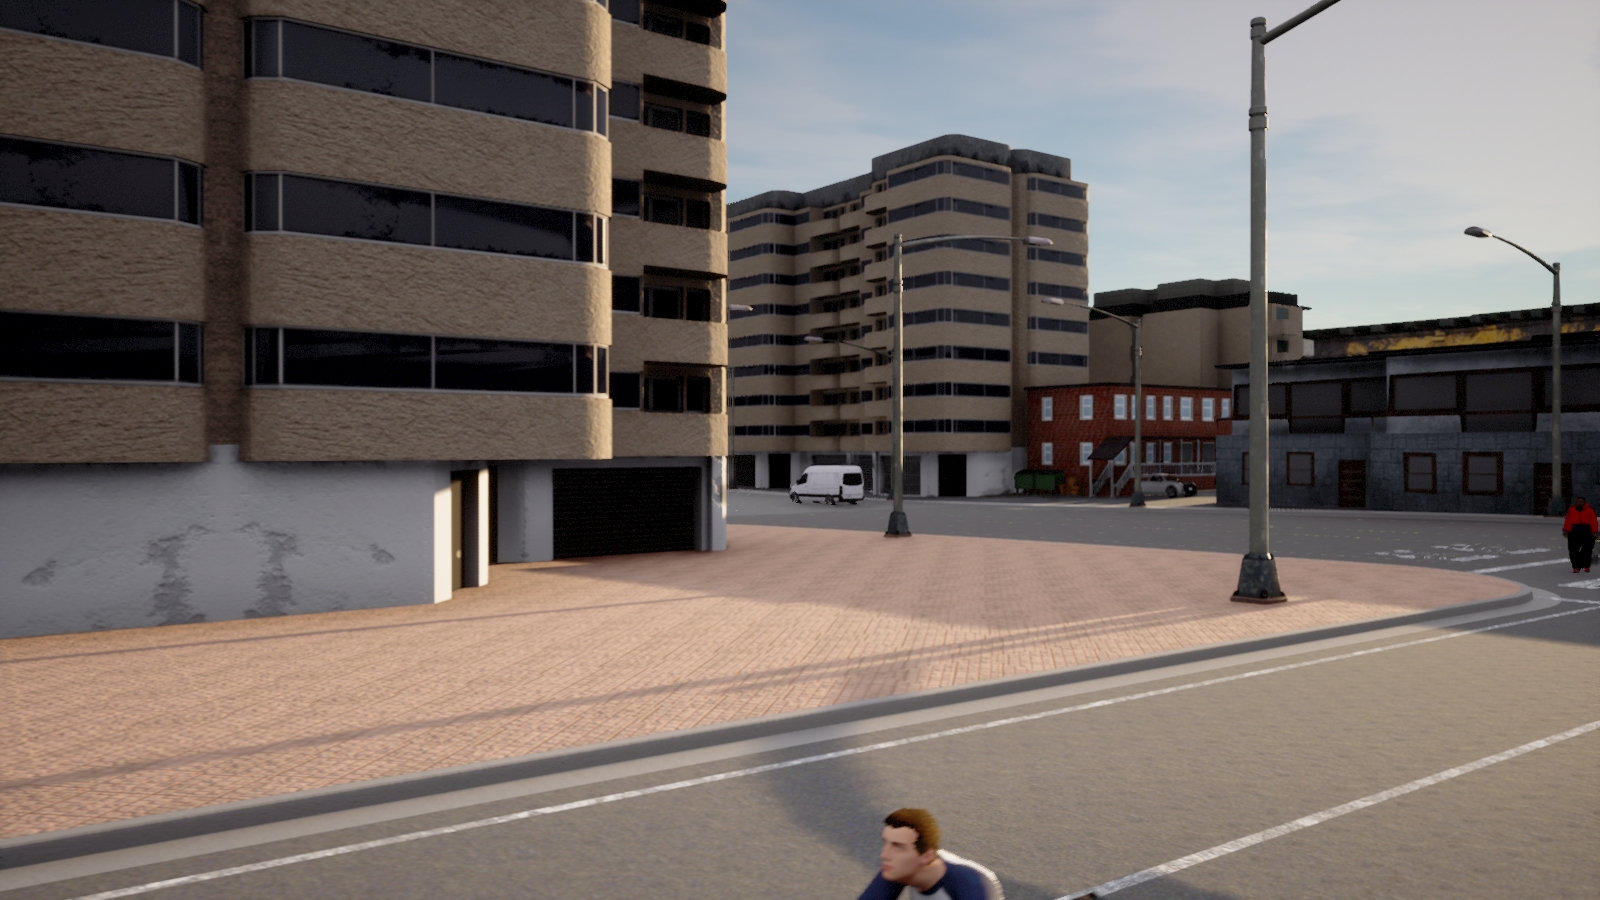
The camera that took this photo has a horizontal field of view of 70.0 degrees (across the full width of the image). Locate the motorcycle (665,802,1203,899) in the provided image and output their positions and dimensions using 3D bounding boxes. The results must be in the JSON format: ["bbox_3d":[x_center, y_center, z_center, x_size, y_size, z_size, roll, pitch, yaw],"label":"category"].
[{"bbox_3d":[0.483,2.166,4.125,2.033,1.224,0.803,0,0,-35],"label":"motorcycle"}]

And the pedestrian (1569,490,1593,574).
[{"bbox_3d":[17.577,1.833,25.719,0.375,1.860,0.375,0,0,-42],"label":"pedestrian"}]

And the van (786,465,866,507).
[{"bbox_3d":[1.640,2.301,74.443,1.988,2.561,5.915,0,0,-36],"label":"van"}]
